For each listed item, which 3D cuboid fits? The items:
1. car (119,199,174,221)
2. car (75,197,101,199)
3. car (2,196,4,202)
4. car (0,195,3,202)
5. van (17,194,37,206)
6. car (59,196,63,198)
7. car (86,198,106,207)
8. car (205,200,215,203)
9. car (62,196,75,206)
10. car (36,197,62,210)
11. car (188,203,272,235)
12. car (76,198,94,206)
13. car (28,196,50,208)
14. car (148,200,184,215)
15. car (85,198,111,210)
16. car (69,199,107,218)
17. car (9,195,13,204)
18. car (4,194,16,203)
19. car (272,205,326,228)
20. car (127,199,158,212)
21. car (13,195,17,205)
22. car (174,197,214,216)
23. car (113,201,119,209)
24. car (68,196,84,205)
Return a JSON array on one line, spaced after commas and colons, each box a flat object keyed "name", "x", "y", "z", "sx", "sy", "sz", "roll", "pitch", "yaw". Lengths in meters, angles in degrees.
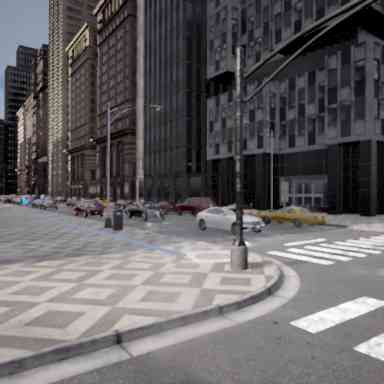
[{"name": "car", "x": -3.939, "y": 1.558, "z": 27.808, "sx": 2.128, "sy": 1.511, "sz": 4.902, "roll": 0, "pitch": 0, "yaw": -35}, {"name": "car", "x": -11.778, "y": 1.581, "z": 38.904, "sx": 1.882, "sy": 1.535, "sz": 5.008, "roll": 0, "pitch": 0, "yaw": -35}, {"name": "car", "x": -42.208, "y": 1.819, "z": 77.229, "sx": 1.802, "sy": 1.307, "sz": 4.206, "roll": 0, "pitch": 0, "yaw": -35}, {"name": "car", "x": -45.446, "y": 1.695, "z": 81.800, "sx": 1.967, "sy": 1.590, "sz": 4.097, "roll": 0, "pitch": 0, "yaw": -35}, {"name": "van", "x": -29.258, "y": 1.510, "z": 58.943, "sx": 1.690, "sy": 1.788, "sz": 3.998, "roll": 0, "pitch": 0, "yaw": -35}, {"name": "car", "x": -28.784, "y": 1.678, "z": 73.024, "sx": 1.967, "sy": 1.590, "sz": 4.097, "roll": 0, "pitch": 0, "yaw": -35}, {"name": "car", "x": -15.834, "y": 1.737, "z": 54.738, "sx": 1.947, "sy": 1.339, "sz": 4.313, "roll": 0, "pitch": 0, "yaw": -35}, {"name": "car", "x": 3.492, "y": 1.603, "z": 27.448, "sx": 1.752, "sy": 1.417, "sz": 4.829, "roll": 0, "pitch": 0, "yaw": -35}, {"name": "car", "x": -19.202, "y": 1.713, "z": 54.718, "sx": 2.033, "sy": 1.411, "sz": 5.357, "roll": 0, "pitch": 0, "yaw": -35}, {"name": "car", "x": -19.544, "y": 1.702, "z": 45.227, "sx": 1.802, "sy": 1.307, "sz": 4.206, "roll": 0, "pitch": 0, "yaw": -35}, {"name": "car", "x": 2.064, "y": 1.564, "z": 19.289, "sx": 1.812, "sy": 1.442, "sz": 4.674, "roll": 0, "pitch": 0, "yaw": -37}, {"name": "car", "x": -19.072, "y": 1.769, "z": 59.310, "sx": 1.802, "sy": 1.307, "sz": 4.206, "roll": 0, "pitch": 0, "yaw": -35}, {"name": "car", "x": -22.782, "y": 1.718, "z": 49.798, "sx": 1.802, "sy": 1.307, "sz": 4.206, "roll": 0, "pitch": 0, "yaw": -35}, {"name": "car", "x": -2.884, "y": 1.653, "z": 36.453, "sx": 1.887, "sy": 1.381, "sz": 4.507, "roll": 0, "pitch": 0, "yaw": -35}, {"name": "car", "x": -13.147, "y": 1.613, "z": 46.256, "sx": 1.882, "sy": 1.535, "sz": 5.008, "roll": 0, "pitch": 0, "yaw": -35}, {"name": "car", "x": -9.831, "y": 1.617, "z": 31.511, "sx": 1.887, "sy": 1.381, "sz": 4.507, "roll": 0, "pitch": 0, "yaw": -35}, {"name": "car", "x": -35.733, "y": 1.785, "z": 68.085, "sx": 1.802, "sy": 1.307, "sz": 4.206, "roll": 0, "pitch": 0, "yaw": -35}, {"name": "car", "x": -38.971, "y": 1.535, "z": 72.658, "sx": 2.192, "sy": 1.841, "sz": 5.009, "roll": 0, "pitch": 0, "yaw": -35}, {"name": "car", "x": 6.730, "y": 1.588, "z": 22.877, "sx": 1.752, "sy": 1.417, "sz": 4.829, "roll": 0, "pitch": 0, "yaw": -35}, {"name": "car", "x": -6.220, "y": 1.649, "z": 41.163, "sx": 1.752, "sy": 1.417, "sz": 4.829, "roll": 0, "pitch": 0, "yaw": -35}, {"name": "car", "x": -32.397, "y": 1.710, "z": 63.375, "sx": 1.752, "sy": 1.417, "sz": 4.829, "roll": 0, "pitch": 0, "yaw": -35}, {"name": "car", "x": 0.353, "y": 1.408, "z": 31.882, "sx": 2.192, "sy": 1.841, "sz": 5.009, "roll": 0, "pitch": 0, "yaw": -35}, {"name": "car", "x": -9.360, "y": 1.690, "z": 45.596, "sx": 2.008, "sy": 1.369, "sz": 4.403, "roll": 0, "pitch": 0, "yaw": -35}, {"name": "car", "x": -22.309, "y": 1.644, "z": 63.882, "sx": 1.967, "sy": 1.590, "sz": 4.097, "roll": 0, "pitch": 0, "yaw": -35}]
